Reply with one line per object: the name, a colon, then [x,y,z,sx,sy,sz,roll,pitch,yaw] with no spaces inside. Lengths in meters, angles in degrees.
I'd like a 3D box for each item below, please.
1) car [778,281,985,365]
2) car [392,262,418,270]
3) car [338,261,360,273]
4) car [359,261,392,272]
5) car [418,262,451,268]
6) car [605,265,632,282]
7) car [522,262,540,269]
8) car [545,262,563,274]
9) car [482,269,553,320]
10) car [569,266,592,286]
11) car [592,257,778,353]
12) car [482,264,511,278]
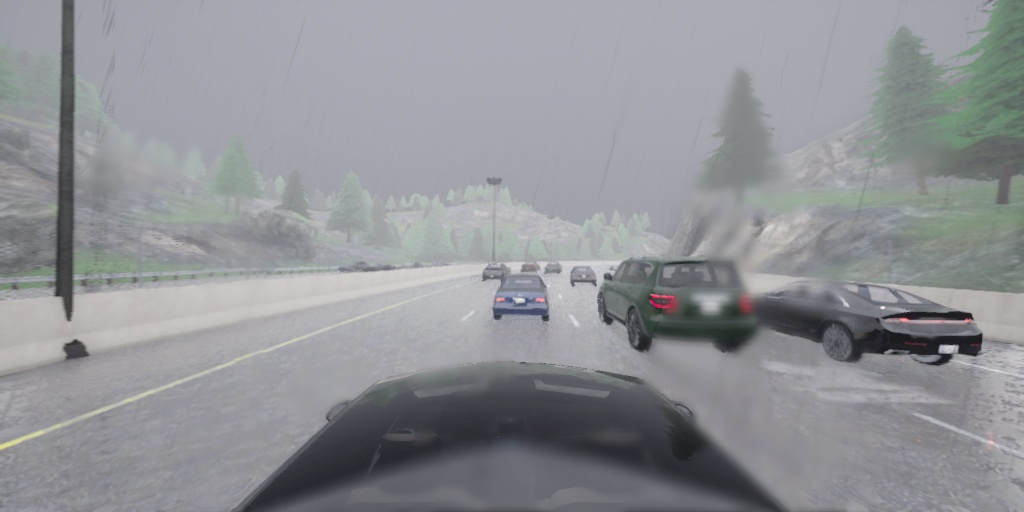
car: [7.243,1.325,8.304,2.128,1.511,4.902,0,0,2]
car: [-12.820,1.440,45.453,1.812,1.442,4.674,0,-1,13]
car: [-19.941,1.375,45.641,1.837,1.490,4.892,0,0,12]
car: [-16.533,1.488,44.904,1.895,1.301,4.718,0,0,12]
car: [-9.324,1.482,45.192,2.033,1.411,5.357,0,0,12]
car: [9.948,1.594,33.830,1.895,1.301,4.718,0,0,10]
car: [2.696,1.514,49.806,1.882,1.535,5.008,0,0,15]
car: [5.405,1.525,46.086,2.128,1.511,4.902,0,0,13]
car: [0.407,1.364,13.006,2.033,1.411,5.357,0,0,4]
car: [5.350,1.475,27.328,2.033,1.411,5.357,0,0,8]
car: [3.751,1.038,9.242,2.150,2.045,5.566,0,0,2]
car: [-1.206,1.395,30.267,2.128,1.511,4.902,0,0,8]
